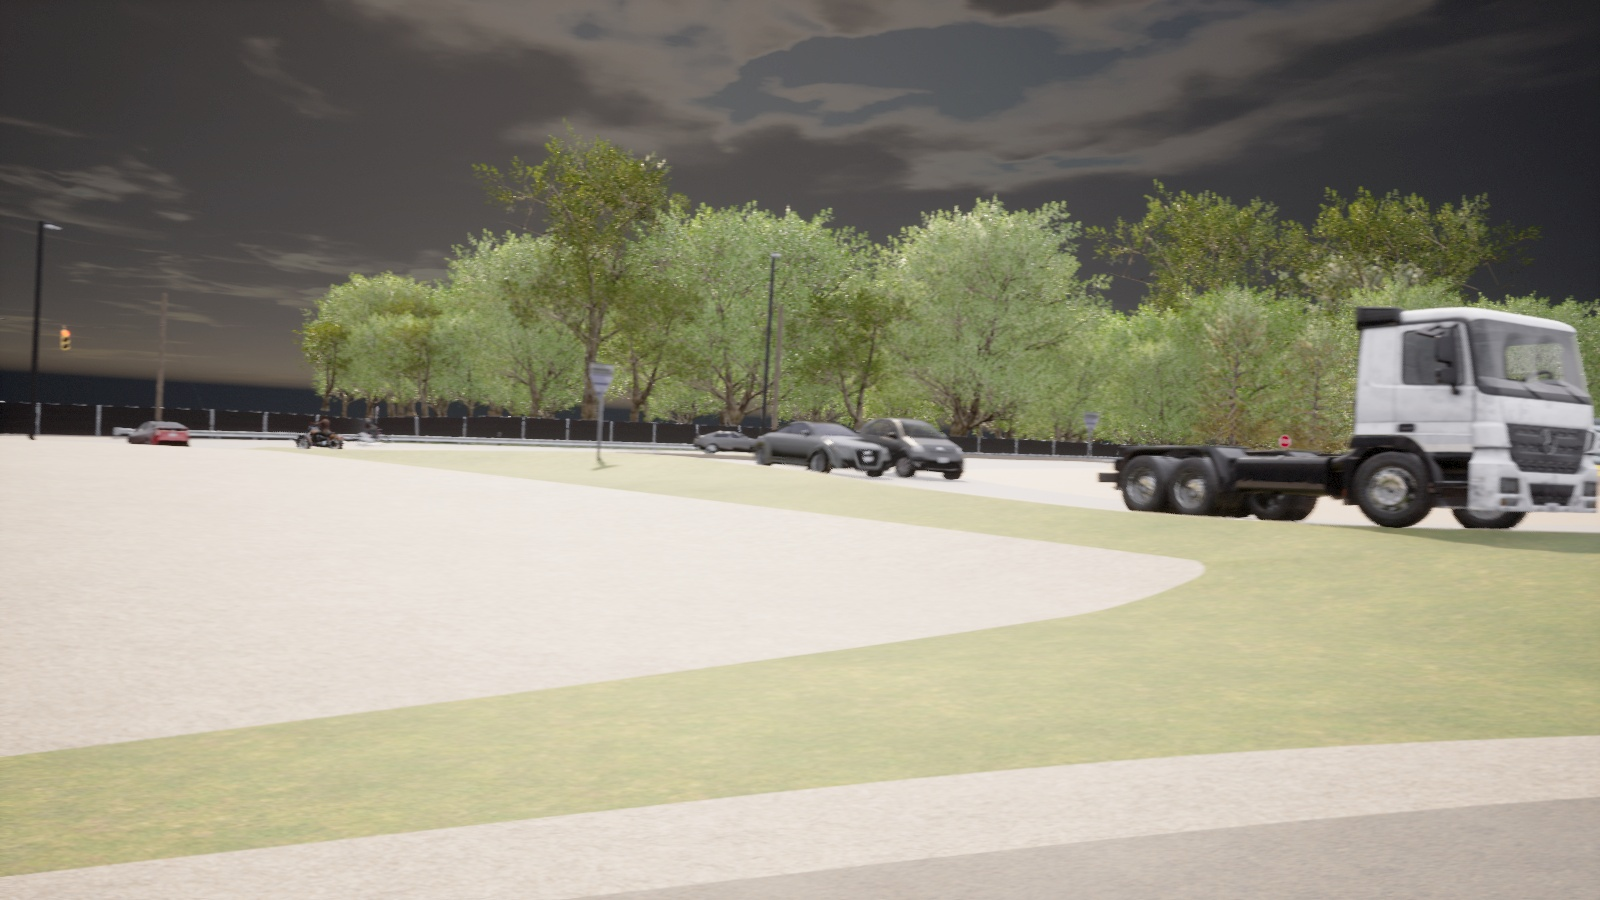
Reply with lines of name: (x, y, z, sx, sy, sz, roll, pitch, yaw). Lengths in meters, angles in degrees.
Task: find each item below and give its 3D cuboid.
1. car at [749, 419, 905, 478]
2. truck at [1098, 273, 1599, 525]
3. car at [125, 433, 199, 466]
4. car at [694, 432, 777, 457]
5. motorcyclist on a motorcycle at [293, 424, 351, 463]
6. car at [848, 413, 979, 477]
car: (0.659, -0.067, 33.621, 1.994, 1.385, 4.181, 1, 2, -36)
truck: (8.971, -0.621, 21.389, 2.891, 3.462, 7.936, 1, -2, -30)
car: (-30.944, 0.001, 60.866, 2.007, 1.525, 4.514, 1, -1, -43)
car: (-4.051, -0.351, 78.317, 4.902, 1.511, 2.128, 0, 2, -12)
motorcyclist on a motorcycle: (-20.225, -0.263, 53.100, 2.350, 1.649, 0.766, 0, 0, 20)
car: (3.120, -0.171, 35.318, 1.851, 1.617, 3.988, 2, 2, -25)
